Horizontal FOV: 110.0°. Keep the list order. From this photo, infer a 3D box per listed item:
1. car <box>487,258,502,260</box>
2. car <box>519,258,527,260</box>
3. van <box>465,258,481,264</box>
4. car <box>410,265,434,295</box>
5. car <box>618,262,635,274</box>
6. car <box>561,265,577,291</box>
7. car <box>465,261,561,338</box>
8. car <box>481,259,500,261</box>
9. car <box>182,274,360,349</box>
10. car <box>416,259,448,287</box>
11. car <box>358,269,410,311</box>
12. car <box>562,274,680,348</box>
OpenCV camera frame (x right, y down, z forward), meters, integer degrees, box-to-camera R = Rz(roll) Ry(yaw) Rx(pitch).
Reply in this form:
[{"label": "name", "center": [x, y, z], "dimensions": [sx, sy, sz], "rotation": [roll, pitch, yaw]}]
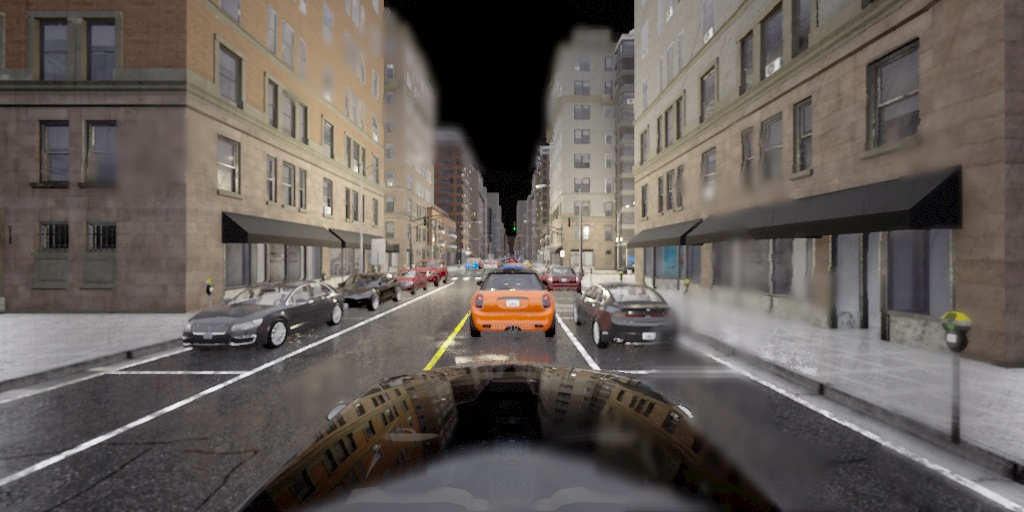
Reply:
[{"label": "car", "center": [-3.115, 1.432, 61.370], "dimensions": [1.882, 1.535, 5.008], "rotation": [0, 0, 0]}, {"label": "car", "center": [2.630, 1.487, 64.009], "dimensions": [1.751, 1.417, 4.829], "rotation": [0, 0, 0]}, {"label": "van", "center": [-5.889, 1.266, 52.618], "dimensions": [1.690, 1.789, 3.998], "rotation": [0, 0, 0]}, {"label": "car", "center": [-5.868, 1.397, 20.147], "dimensions": [1.802, 1.307, 4.207], "rotation": [0, 0, 0]}, {"label": "car", "center": [14.542, 1.381, 40.813], "dimensions": [4.892, 1.490, 1.837], "rotation": [0, 0, 1]}, {"label": "car", "center": [2.658, 1.255, 20.178], "dimensions": [1.967, 1.591, 4.097], "rotation": [0, 0, 0]}, {"label": "car", "center": [0.011, 1.133, 10.484], "dimensions": [2.097, 1.767, 4.553], "rotation": [0, 0, 0]}, {"label": "car", "center": [-3.111, 1.523, 51.748], "dimensions": [1.895, 1.301, 4.718], "rotation": [0, 0, -1]}, {"label": "car", "center": [-5.861, 1.327, 9.099], "dimensions": [2.007, 1.370, 4.403], "rotation": [0, 0, 0]}, {"label": "car", "center": [-5.871, 1.149, 25.671], "dimensions": [2.192, 1.841, 5.009], "rotation": [0, 0, 0]}, {"label": "car", "center": [-5.864, 1.362, 14.624], "dimensions": [1.948, 1.339, 4.313], "rotation": [0, 0, 0]}, {"label": "car", "center": [2.665, 1.327, 9.128], "dimensions": [2.007, 1.370, 4.403], "rotation": [0, 0, 0]}]
